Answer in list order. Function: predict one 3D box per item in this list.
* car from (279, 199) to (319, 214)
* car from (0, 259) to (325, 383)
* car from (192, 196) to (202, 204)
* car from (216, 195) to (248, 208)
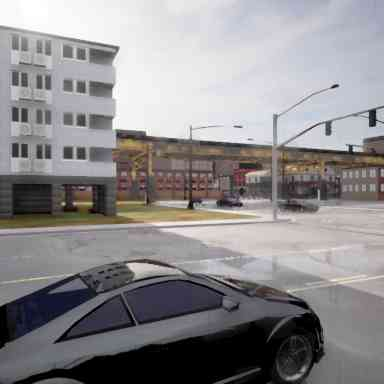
[{"bbox_3d":[11.543,1.506,36.237,1.837,1.490,4.892,0,0,-26],"label":"car"},{"bbox_3d":[-0.379,1.564,4.054,4.181,1.385,1.994,0,0,-30],"label":"car"},{"bbox_3d":[0.863,1.548,62.614,2.033,1.411,5.357,0,0,-4],"label":"car"},{"bbox_3d":[5.484,1.547,49.044,2.033,1.411,5.357,0,0,-25],"label":"car"}]
